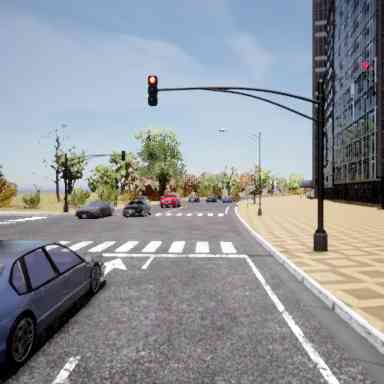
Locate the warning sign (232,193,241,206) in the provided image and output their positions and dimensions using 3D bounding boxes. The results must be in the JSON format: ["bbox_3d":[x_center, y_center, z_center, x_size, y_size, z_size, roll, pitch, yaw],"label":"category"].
[{"bbox_3d":[6.478,1.113,48.188,1.300,1.860,1.060,0,0,8],"label":"warning sign"}]

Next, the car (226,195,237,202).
[{"bbox_3d":[9.650,1.531,80.338,2.128,1.511,4.902,0,0,14],"label":"car"}]

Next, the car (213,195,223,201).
[{"bbox_3d":[6.340,1.377,80.466,1.812,1.442,4.674,0,0,14],"label":"car"}]

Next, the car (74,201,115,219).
[{"bbox_3d":[-8.432,1.539,29.379,2.033,1.411,5.357,0,0,5],"label":"car"}]

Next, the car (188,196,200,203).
[{"bbox_3d":[0.458,1.489,68.583,2.128,1.511,4.902,0,0,11],"label":"car"}]

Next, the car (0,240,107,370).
[{"bbox_3d":[-3.035,1.546,5.651,2.033,1.411,5.357,0,0,1],"label":"car"}]

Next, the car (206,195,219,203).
[{"bbox_3d":[4.217,1.546,70.759,1.994,1.385,4.181,0,0,12],"label":"car"}]

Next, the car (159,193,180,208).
[{"bbox_3d":[-3.092,1.216,47.643,2.150,2.045,5.566,0,0,8],"label":"car"}]

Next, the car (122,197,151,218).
[{"bbox_3d":[-5.039,1.499,30.771,1.837,1.490,4.892,0,0,5],"label":"car"}]

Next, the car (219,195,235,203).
[{"bbox_3d":[7.496,1.548,70.037,2.033,1.411,5.357,0,0,12],"label":"car"}]
